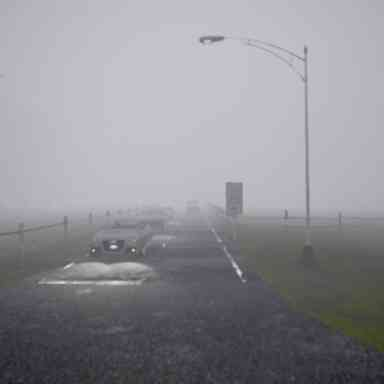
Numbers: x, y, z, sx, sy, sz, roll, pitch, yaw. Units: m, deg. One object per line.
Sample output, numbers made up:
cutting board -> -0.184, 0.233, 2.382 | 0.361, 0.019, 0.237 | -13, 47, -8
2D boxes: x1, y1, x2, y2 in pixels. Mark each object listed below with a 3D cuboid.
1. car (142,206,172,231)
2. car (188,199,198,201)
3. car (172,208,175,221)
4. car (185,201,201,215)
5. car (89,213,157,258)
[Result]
car -> -2.760, 1.915, 24.057 | 1.882, 1.535, 5.008 | 0, -1, 1
car -> 0.189, 2.225, 54.850 | 2.150, 2.045, 5.566 | 0, -1, 0
car -> -2.711, 2.180, 34.417 | 2.033, 1.411, 5.357 | 0, -1, 0
car -> 0.152, 2.279, 44.394 | 1.882, 1.535, 5.008 | 0, -1, 0
car -> -2.798, 1.810, 13.878 | 1.994, 1.385, 4.181 | 0, -1, 0
